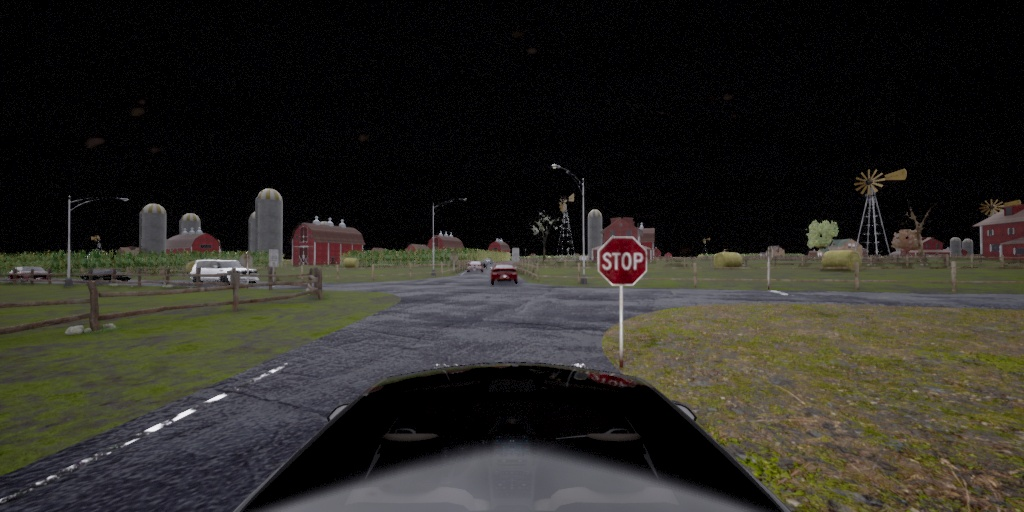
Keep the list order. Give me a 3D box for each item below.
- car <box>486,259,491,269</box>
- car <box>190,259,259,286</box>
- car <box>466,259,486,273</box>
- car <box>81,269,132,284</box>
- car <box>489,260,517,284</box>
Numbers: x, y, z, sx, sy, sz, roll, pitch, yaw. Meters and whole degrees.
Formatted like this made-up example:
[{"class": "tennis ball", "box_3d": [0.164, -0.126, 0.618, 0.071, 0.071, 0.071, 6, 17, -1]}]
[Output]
[{"class": "car", "box_3d": [-5.034, 1.413, 59.556, 1.895, 1.301, 4.718, 0, 0, -1]}, {"class": "car", "box_3d": [-22.438, 1.277, 28.003, 5.566, 2.045, 2.150, 0, -1, 21]}, {"class": "car", "box_3d": [-4.420, 1.308, 43.385, 1.812, 1.442, 4.674, 0, 0, -3]}, {"class": "car", "box_3d": [-38.665, 1.932, 34.251, 4.718, 1.301, 1.895, -1, -1, 21]}, {"class": "car", "box_3d": [-0.633, 1.250, 27.576, 1.882, 1.535, 5.008, 0, 0, -3]}]
